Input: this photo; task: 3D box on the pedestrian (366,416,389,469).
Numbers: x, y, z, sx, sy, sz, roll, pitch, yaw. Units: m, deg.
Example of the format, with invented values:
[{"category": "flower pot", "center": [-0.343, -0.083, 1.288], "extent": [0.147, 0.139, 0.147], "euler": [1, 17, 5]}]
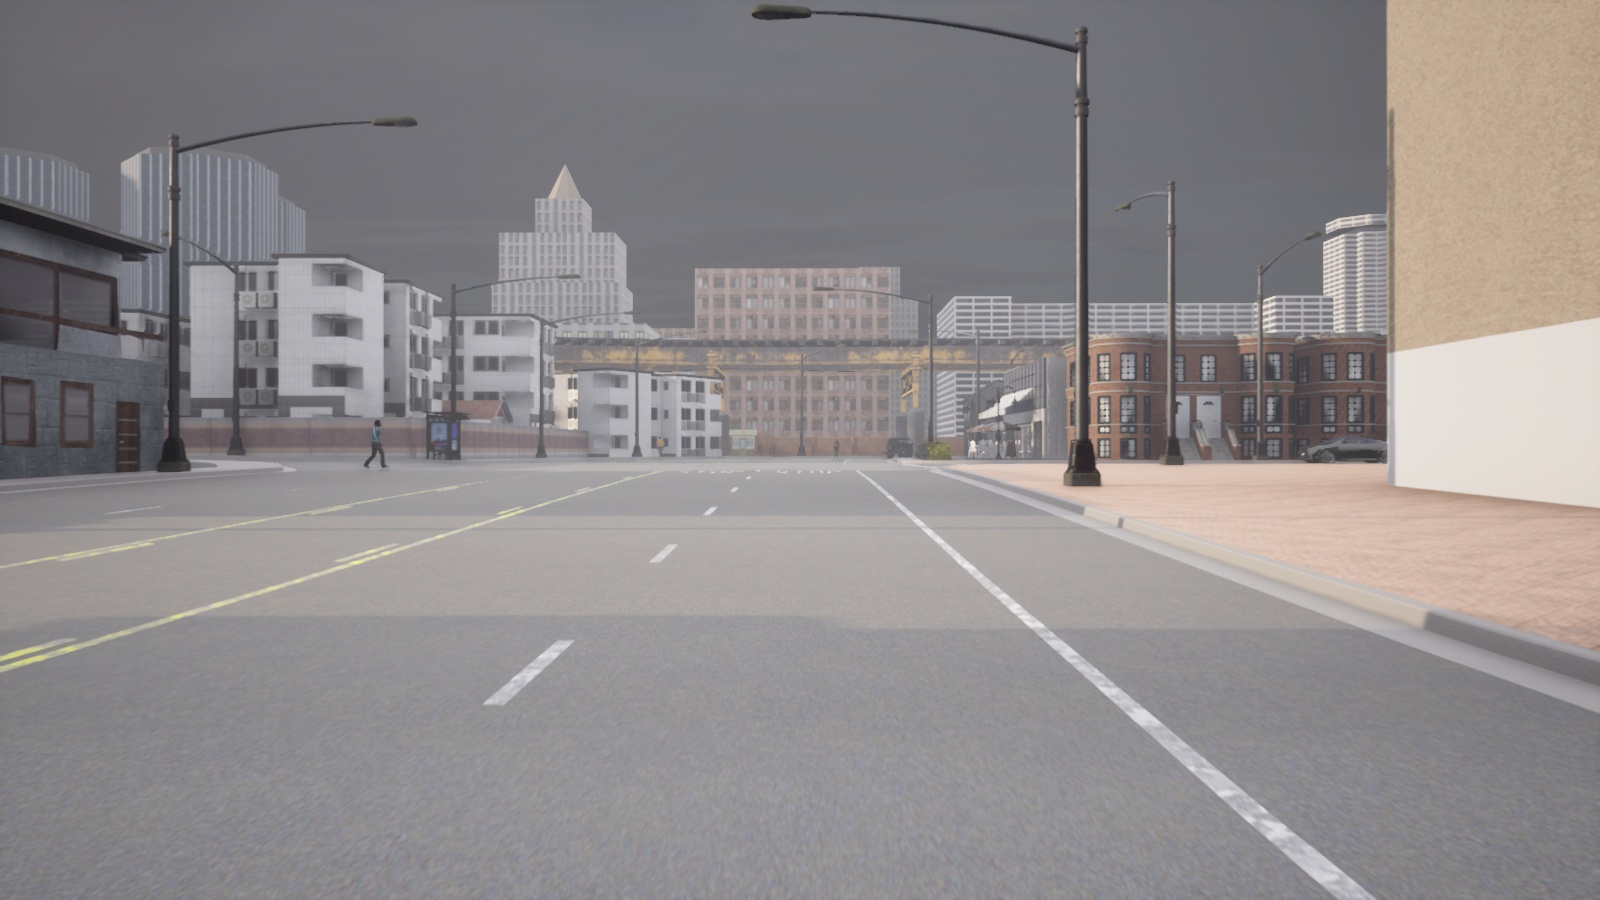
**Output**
[{"category": "pedestrian", "center": [-15.493, -0.276, 46.069], "extent": [0.692, 1.930, 0.396], "euler": [0, 0, -3]}]

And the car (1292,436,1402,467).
[{"category": "car", "center": [25.037, 0.050, 57.595], "extent": [4.181, 1.385, 1.994], "euler": [0, 0, 2]}]
